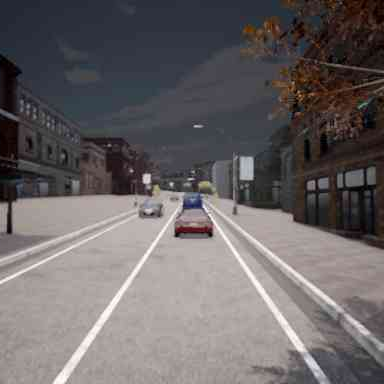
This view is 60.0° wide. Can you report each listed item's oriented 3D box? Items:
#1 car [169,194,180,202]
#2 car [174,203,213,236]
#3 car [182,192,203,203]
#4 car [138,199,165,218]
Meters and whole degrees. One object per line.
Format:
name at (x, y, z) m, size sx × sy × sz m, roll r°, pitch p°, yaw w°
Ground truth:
car at (-3.551, 1.204, 68.910) m, size 1.837 × 1.490 × 4.892 m, roll 0°, pitch 0°, yaw 0°
car at (0.091, 1.502, 17.964) m, size 1.994 × 1.385 × 4.181 m, roll 0°, pitch 0°, yaw 0°
car at (0.066, 1.052, 36.509) m, size 2.150 × 2.045 × 5.566 m, roll 0°, pitch 0°, yaw 0°
car at (-3.411, 1.365, 28.502) m, size 2.128 × 1.511 × 4.902 m, roll 0°, pitch 0°, yaw 0°
